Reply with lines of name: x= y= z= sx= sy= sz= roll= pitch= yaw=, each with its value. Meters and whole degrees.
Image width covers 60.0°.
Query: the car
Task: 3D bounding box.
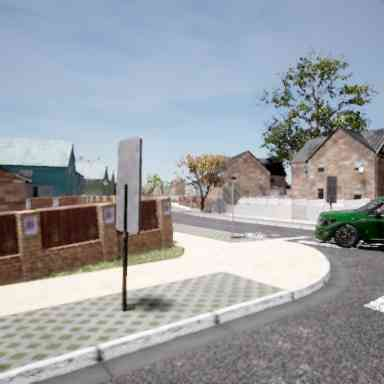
car: x=7.447 y=1.117 z=12.095 sx=5.566 sy=2.045 sz=2.150 roll=1 pitch=2 yaw=19
